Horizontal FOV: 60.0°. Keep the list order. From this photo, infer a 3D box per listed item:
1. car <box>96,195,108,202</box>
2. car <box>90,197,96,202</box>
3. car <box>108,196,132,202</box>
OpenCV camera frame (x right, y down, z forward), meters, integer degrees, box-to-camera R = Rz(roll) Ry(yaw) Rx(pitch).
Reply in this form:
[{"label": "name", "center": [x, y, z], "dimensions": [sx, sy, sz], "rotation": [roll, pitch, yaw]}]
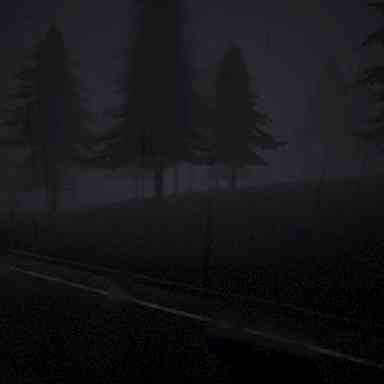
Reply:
[{"label": "car", "center": [-18.767, 1.533, 77.042], "dimensions": [2.033, 1.411, 5.357], "rotation": [0, 0, 35]}, {"label": "car", "center": [-21.633, 1.533, 79.051], "dimensions": [2.033, 1.411, 5.357], "rotation": [0, 0, 35]}, {"label": "car", "center": [-15.918, 1.589, 75.009], "dimensions": [1.895, 1.301, 4.718], "rotation": [0, 0, 35]}]
